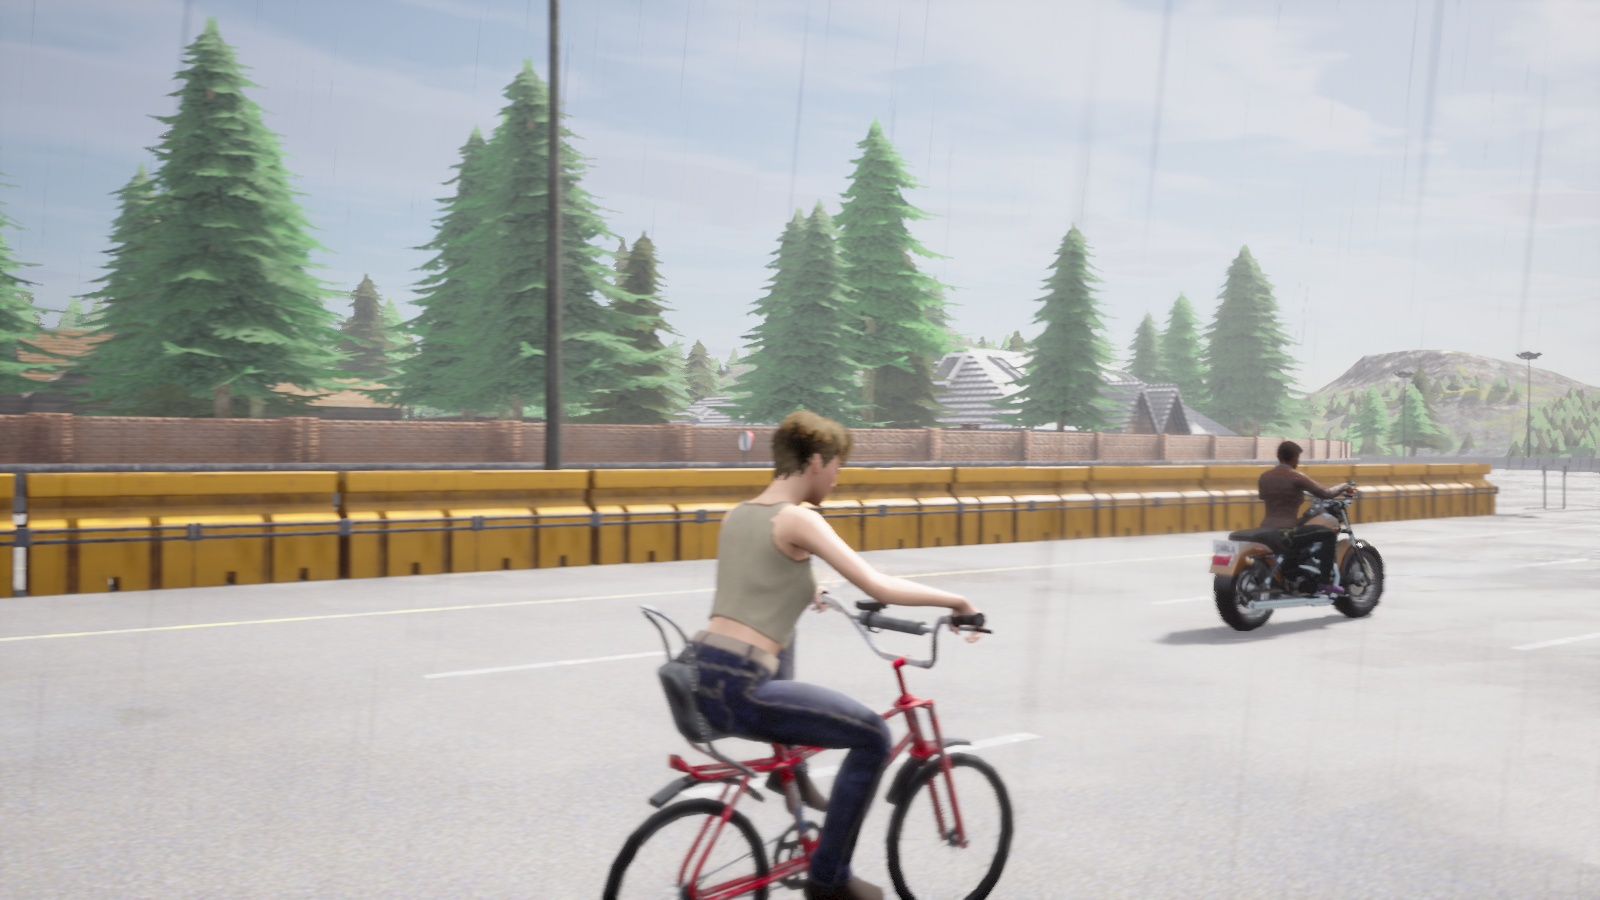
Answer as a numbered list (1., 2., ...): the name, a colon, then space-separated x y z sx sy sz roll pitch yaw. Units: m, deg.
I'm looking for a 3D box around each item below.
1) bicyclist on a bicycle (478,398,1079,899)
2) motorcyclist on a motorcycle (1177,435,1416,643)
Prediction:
1. bicyclist on a bicycle: -0.045 0.690 3.631 1.509 1.612 0.866 0 0 -35
2. motorcyclist on a motorcycle: 4.372 0.712 10.966 2.350 1.649 0.766 0 0 -35
